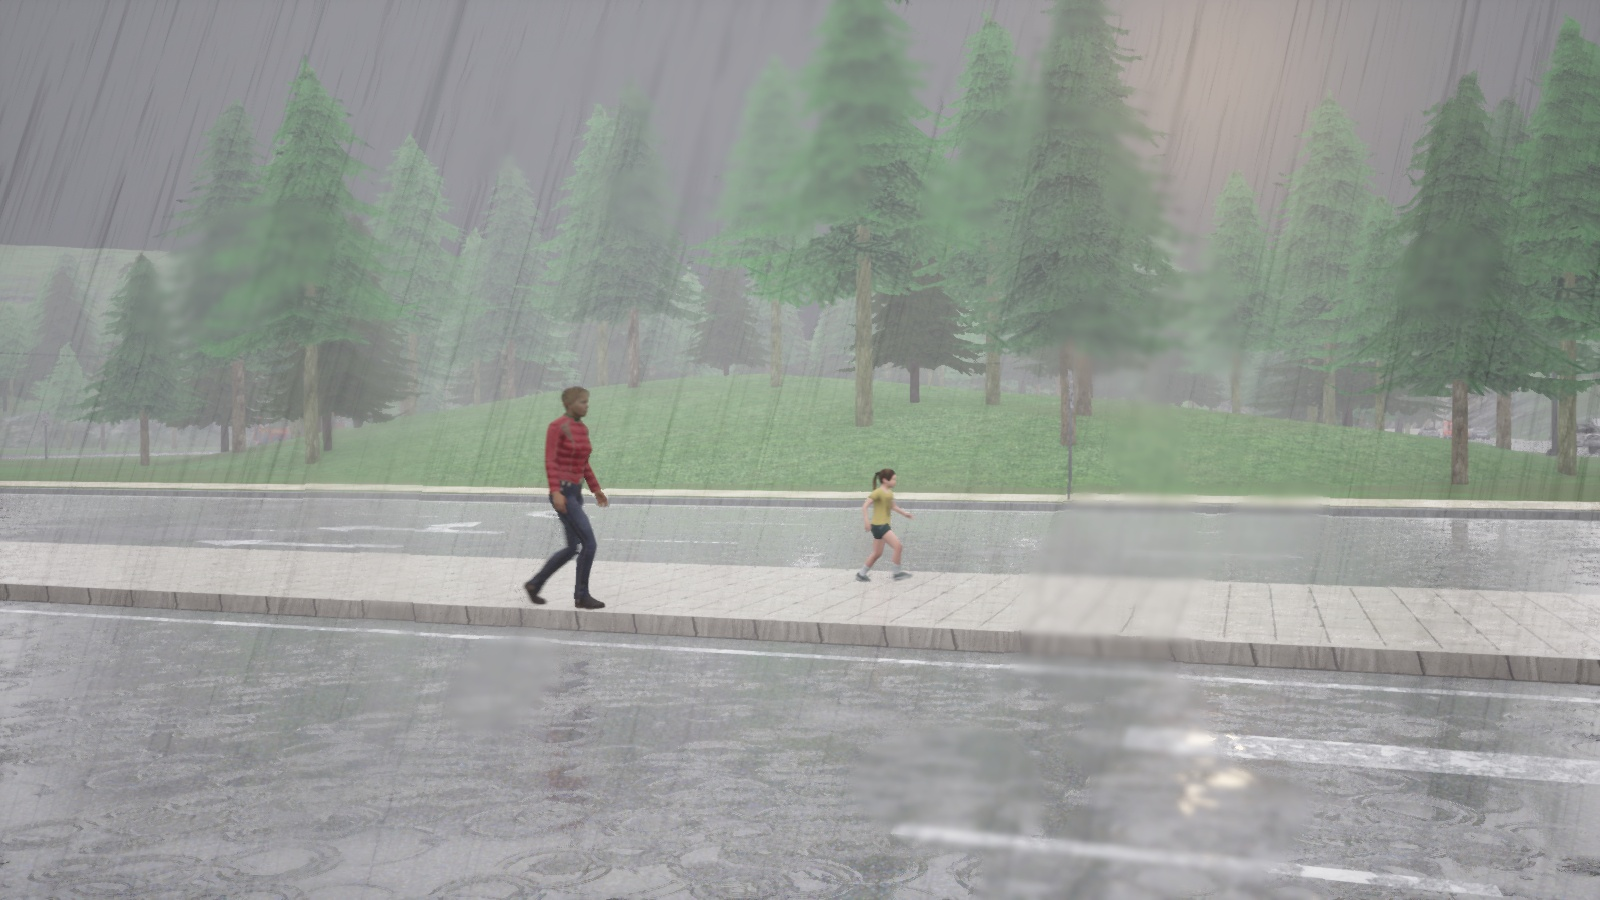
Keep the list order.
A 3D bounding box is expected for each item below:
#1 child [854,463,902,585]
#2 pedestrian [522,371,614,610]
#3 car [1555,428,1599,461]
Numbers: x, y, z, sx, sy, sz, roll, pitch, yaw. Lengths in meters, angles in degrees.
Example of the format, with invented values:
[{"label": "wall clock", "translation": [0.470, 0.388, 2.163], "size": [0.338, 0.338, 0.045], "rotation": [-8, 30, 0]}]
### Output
[{"label": "child", "translation": [0.722, 0.679, 11.651], "size": [0.394, 1.110, 0.255], "rotation": [0, 1, 16]}, {"label": "pedestrian", "translation": [-1.839, 0.311, 9.950], "size": [0.636, 1.846, 0.331], "rotation": [1, 1, 19]}, {"label": "car", "translation": [44.796, -0.338, 71.751], "size": [1.932, 1.855, 4.605], "rotation": [1, 1, 19]}]
